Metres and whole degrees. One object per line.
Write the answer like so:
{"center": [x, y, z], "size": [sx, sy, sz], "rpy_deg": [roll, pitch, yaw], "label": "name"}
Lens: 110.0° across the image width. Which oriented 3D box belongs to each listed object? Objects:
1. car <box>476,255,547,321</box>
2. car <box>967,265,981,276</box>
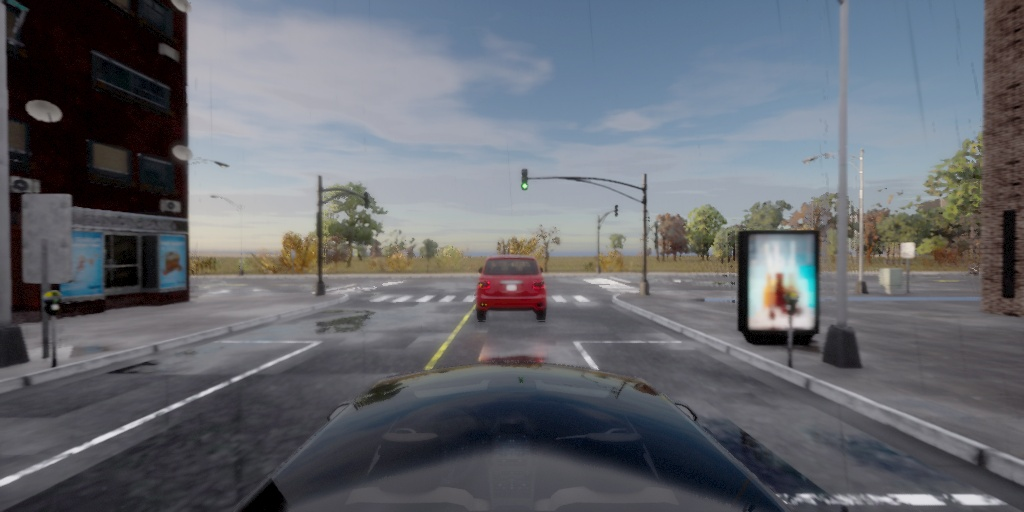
{"center": [-0.041, 1.013, 12.742], "size": [2.150, 2.045, 5.566], "rpy_deg": [0, -1, -1], "label": "car"}
{"center": [43.920, 1.070, 32.093], "size": [4.674, 1.442, 1.812], "rpy_deg": [0, 0, 1], "label": "car"}
